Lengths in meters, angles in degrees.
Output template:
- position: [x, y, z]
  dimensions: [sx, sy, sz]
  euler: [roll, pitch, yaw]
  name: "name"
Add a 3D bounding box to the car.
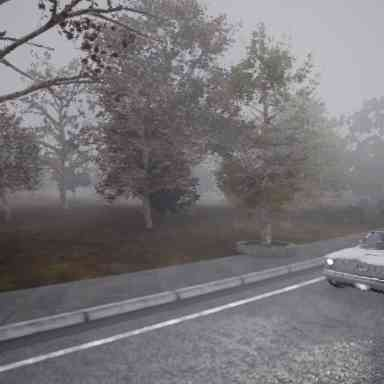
- position: [5.170, 1.621, 8.186]
  dimensions: [4.718, 1.301, 1.895]
  euler: [0, -1, -40]
  name: "car"
